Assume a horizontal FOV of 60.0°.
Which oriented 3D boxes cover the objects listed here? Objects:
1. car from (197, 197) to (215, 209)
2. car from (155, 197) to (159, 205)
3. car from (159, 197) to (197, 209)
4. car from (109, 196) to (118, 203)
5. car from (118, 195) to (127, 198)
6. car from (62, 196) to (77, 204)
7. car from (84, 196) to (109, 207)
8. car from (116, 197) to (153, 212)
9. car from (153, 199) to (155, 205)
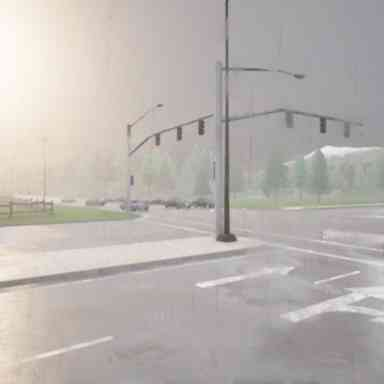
[{"bbox_3d":[1.895,1.487,45.014,1.837,1.490,4.892,0,0,-35],"label":"car"},{"bbox_3d":[-4.918,1.508,54.864,1.812,1.442,4.674,0,0,-35],"label":"car"},{"bbox_3d":[-1.976,1.476,44.452,2.128,1.511,4.902,0,0,-34],"label":"car"},{"bbox_3d":[-16.870,1.547,66.101,1.994,1.385,4.181,0,0,-34],"label":"car"},{"bbox_3d":[-13.986,1.335,68.095,2.097,1.767,4.553,0,0,-35],"label":"car"},{"bbox_3d":[-23.453,1.514,63.304,1.812,1.442,4.674,0,0,-34],"label":"car"},{"bbox_3d":[-14.767,1.589,50.633,1.895,1.301,4.718,0,0,-35],"label":"car"},{"bbox_3d":[-6.798,1.590,39.111,1.895,1.301,4.718,0,0,-35],"label":"car"},{"bbox_3d":[-8.214,1.510,53.471,1.812,1.442,4.674,0,0,-35],"label":"car"}]
